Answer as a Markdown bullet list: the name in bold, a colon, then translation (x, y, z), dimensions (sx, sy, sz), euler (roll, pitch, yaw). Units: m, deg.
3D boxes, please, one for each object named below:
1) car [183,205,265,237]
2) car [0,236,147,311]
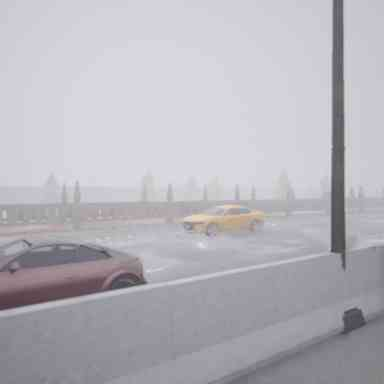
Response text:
- **car**: translation (1.812, 1.477, 18.178), dimensions (5.008, 1.535, 1.882), euler (0, 0, -35)
- **car**: translation (-2.956, 1.563, 6.183), dimensions (4.181, 1.385, 1.994), euler (0, 0, -35)
